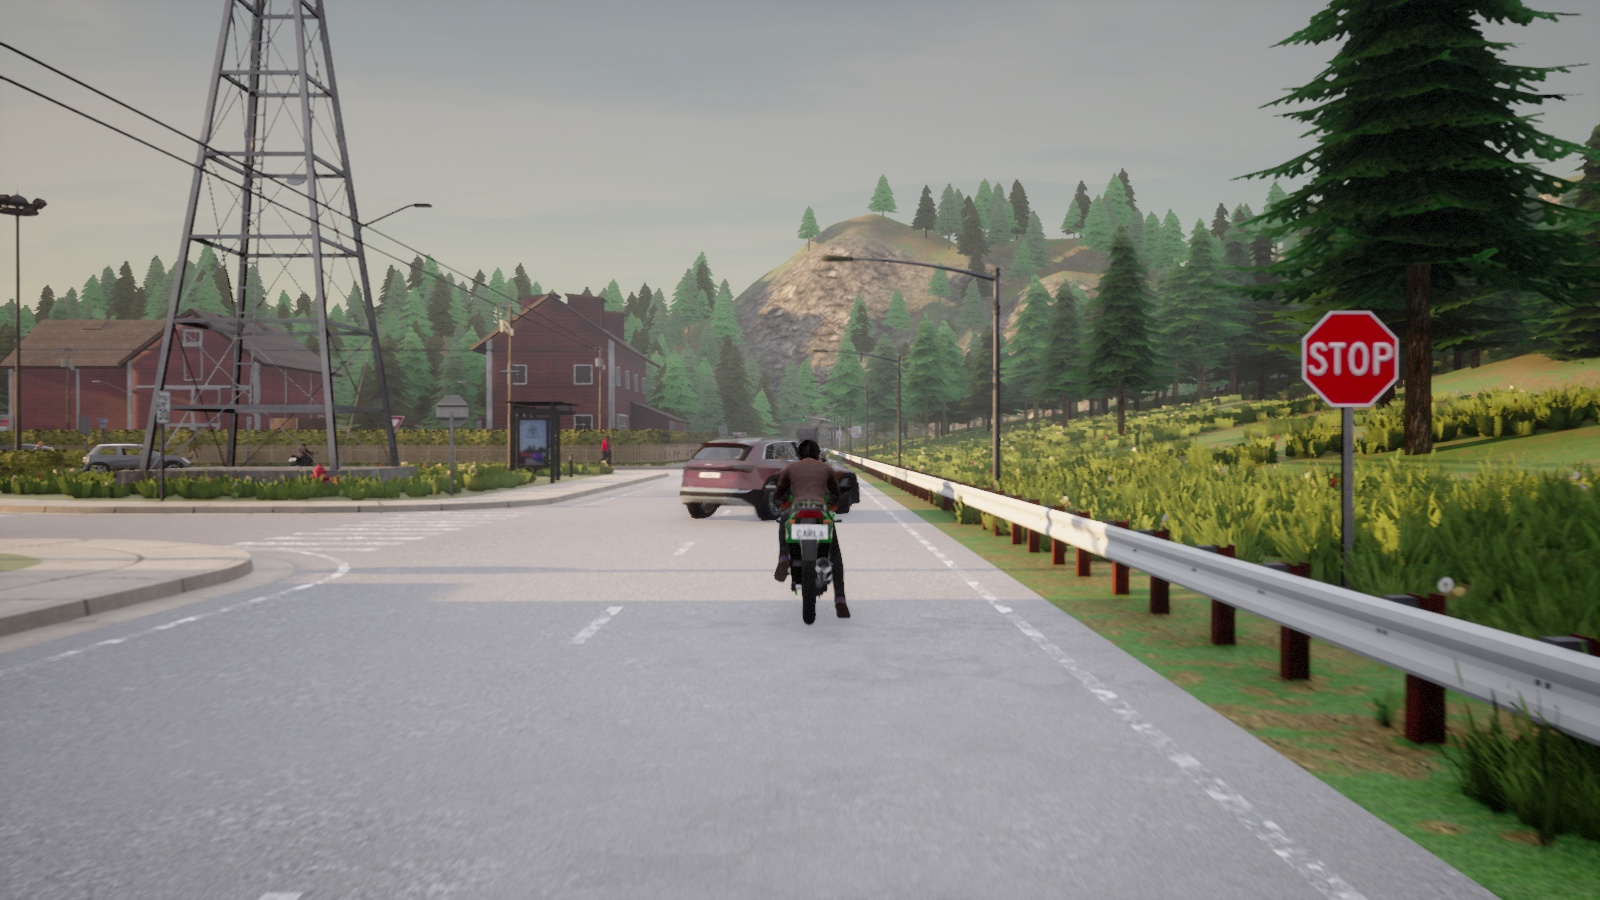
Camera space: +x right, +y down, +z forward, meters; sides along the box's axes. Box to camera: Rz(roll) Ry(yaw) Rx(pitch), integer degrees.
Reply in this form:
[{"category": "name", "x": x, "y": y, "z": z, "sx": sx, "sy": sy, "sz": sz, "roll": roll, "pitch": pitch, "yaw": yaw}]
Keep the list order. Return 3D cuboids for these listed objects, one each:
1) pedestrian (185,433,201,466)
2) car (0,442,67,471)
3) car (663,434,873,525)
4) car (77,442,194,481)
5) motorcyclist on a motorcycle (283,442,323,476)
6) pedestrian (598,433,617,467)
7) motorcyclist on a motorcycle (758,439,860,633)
[{"category": "pedestrian", "x": -34.125, "y": -0.024, "z": 70.620, "sx": 0.726, "sy": 1.835, "sz": 0.370, "roll": 0, "pitch": 0, "yaw": -1}, {"category": "car", "x": -41.942, "y": 0.337, "z": 66.652, "sx": 4.792, "sy": 1.488, "sz": 2.163, "roll": 0, "pitch": 0, "yaw": 0}, {"category": "car", "x": -0.528, "y": 0.531, "z": 25.659, "sx": 2.033, "sy": 1.649, "sz": 4.856, "roll": 1, "pitch": 1, "yaw": 30}, {"category": "car", "x": -25.760, "y": 0.417, "z": 48.707, "sx": 3.806, "sy": 1.475, "sz": 1.970, "roll": 0, "pitch": 0, "yaw": -34}, {"category": "motorcyclist on a motorcycle", "x": -22.339, "y": 0.392, "z": 56.502, "sx": 0.797, "sy": 1.523, "sz": 2.044, "roll": 0, "pitch": 0, "yaw": 6}, {"category": "pedestrian", "x": -10.770, "y": -0.003, "z": 70.240, "sx": 0.899, "sy": 1.844, "sz": 0.634, "roll": 0, "pitch": 0, "yaw": 8}, {"category": "motorcyclist on a motorcycle", "x": 0.077, "y": 0.667, "z": 10.857, "sx": 0.797, "sy": 1.523, "sz": 2.044, "roll": 0, "pitch": 0, "yaw": 0}]
